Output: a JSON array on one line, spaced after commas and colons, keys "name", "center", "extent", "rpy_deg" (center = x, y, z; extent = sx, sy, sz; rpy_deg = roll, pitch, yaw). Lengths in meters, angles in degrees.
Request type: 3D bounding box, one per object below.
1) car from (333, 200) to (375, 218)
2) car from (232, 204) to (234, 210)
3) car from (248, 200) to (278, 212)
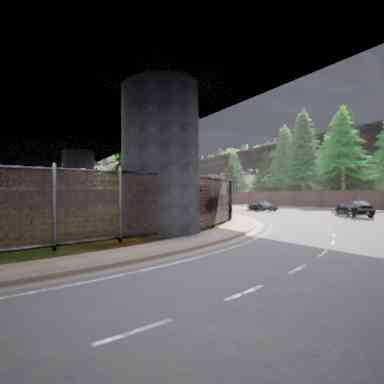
[{"name": "car", "center": [14.535, 1.535, 30.044], "extent": [1.837, 1.490, 4.892], "rpy_deg": [0, 0, -1]}, {"name": "car", "center": [3.517, 1.546, 43.350], "extent": [2.097, 1.767, 4.553], "rpy_deg": [0, 0, -26]}, {"name": "car", "center": [8.560, 1.700, 40.408], "extent": [1.994, 1.385, 4.181], "rpy_deg": [0, 0, -22]}]
